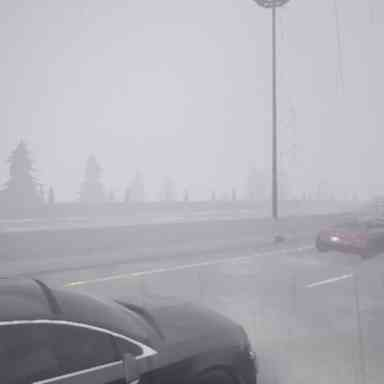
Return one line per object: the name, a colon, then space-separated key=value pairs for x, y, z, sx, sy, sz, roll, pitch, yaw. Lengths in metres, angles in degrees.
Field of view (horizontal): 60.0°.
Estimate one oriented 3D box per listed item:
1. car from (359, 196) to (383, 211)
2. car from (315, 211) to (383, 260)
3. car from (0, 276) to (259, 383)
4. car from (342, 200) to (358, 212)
car: x=17.618 y=1.361 z=29.571 sx=5.566 sy=2.045 sz=2.150 roll=0 pitch=0 yaw=-36
car: x=6.640 y=1.623 z=12.834 sx=4.181 sy=1.385 sz=1.994 roll=0 pitch=0 yaw=-36
car: x=-1.568 y=1.511 z=2.690 sx=4.892 sy=1.490 sz=1.837 roll=0 pitch=0 yaw=-35
car: x=19.956 y=1.741 z=39.856 sx=4.674 sy=1.442 sz=1.812 roll=2 pitch=-1 yaw=-35
